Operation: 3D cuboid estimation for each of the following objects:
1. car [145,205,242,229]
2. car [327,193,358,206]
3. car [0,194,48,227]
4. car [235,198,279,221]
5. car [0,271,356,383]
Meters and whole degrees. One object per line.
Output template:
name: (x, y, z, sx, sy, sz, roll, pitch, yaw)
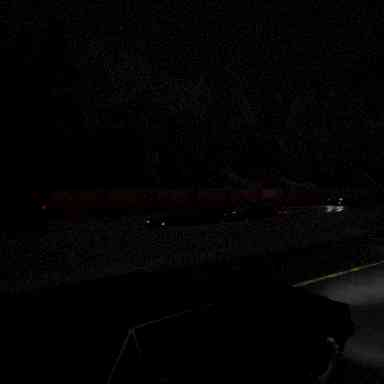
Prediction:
car: (0.019, 1.501, 16.898, 4.718, 1.301, 1.895, -1, 0, -35)
car: (19.939, 0.923, 43.960, 4.553, 1.767, 2.097, -1, 0, -35)
car: (-12.165, 1.199, 21.107, 5.566, 2.045, 2.150, -1, 1, -35)
car: (3.910, 1.389, 23.965, 4.181, 1.385, 1.994, -1, 0, -35)
car: (-0.295, 1.583, 3.534, 4.718, 1.301, 1.895, -1, 0, -35)
